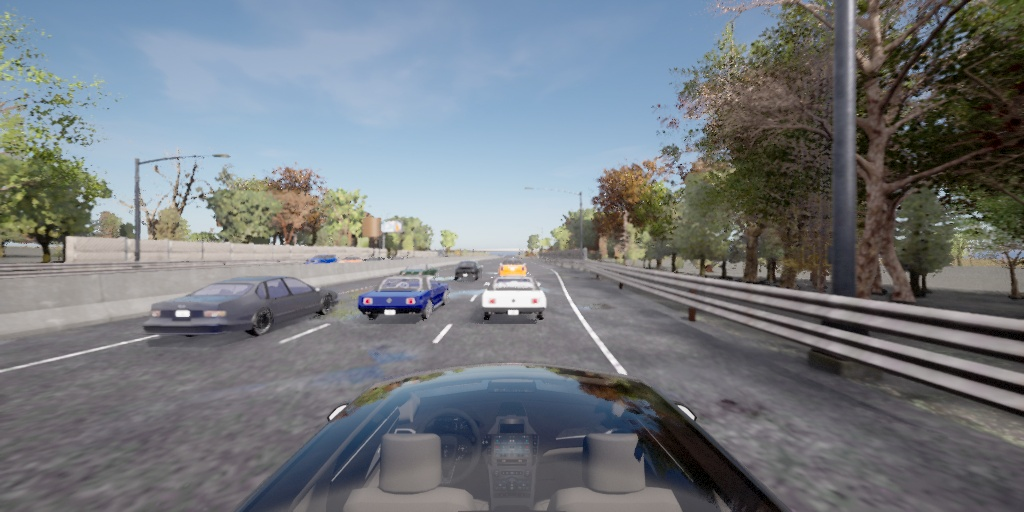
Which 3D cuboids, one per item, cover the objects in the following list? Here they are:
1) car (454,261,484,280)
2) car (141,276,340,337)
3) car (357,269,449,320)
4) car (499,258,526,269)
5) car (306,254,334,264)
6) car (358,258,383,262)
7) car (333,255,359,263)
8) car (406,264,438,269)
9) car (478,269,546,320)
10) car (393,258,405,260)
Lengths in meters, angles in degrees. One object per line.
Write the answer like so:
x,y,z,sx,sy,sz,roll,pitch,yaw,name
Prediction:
-3.435,1.129,28.892,1.837,1.490,4.892,0,1,0,car
-6.956,1.256,10.102,2.033,1.411,5.357,0,0,0,car
-3.439,1.299,12.388,1.895,1.301,4.718,0,0,0,car
0.062,0.975,28.520,2.097,1.767,4.553,0,0,0,car
-28.063,0.746,53.139,2.150,2.045,5.566,0,0,0,car
-21.067,1.024,54.672,1.837,1.490,4.892,0,1,0,car
-24.565,0.873,54.477,2.097,1.767,4.553,0,0,0,car
-6.945,1.230,27.393,1.895,1.301,4.718,0,0,0,car
0.060,1.299,12.392,1.895,1.301,4.718,0,0,0,car
-17.570,1.024,54.975,1.837,1.490,4.892,0,0,0,car
